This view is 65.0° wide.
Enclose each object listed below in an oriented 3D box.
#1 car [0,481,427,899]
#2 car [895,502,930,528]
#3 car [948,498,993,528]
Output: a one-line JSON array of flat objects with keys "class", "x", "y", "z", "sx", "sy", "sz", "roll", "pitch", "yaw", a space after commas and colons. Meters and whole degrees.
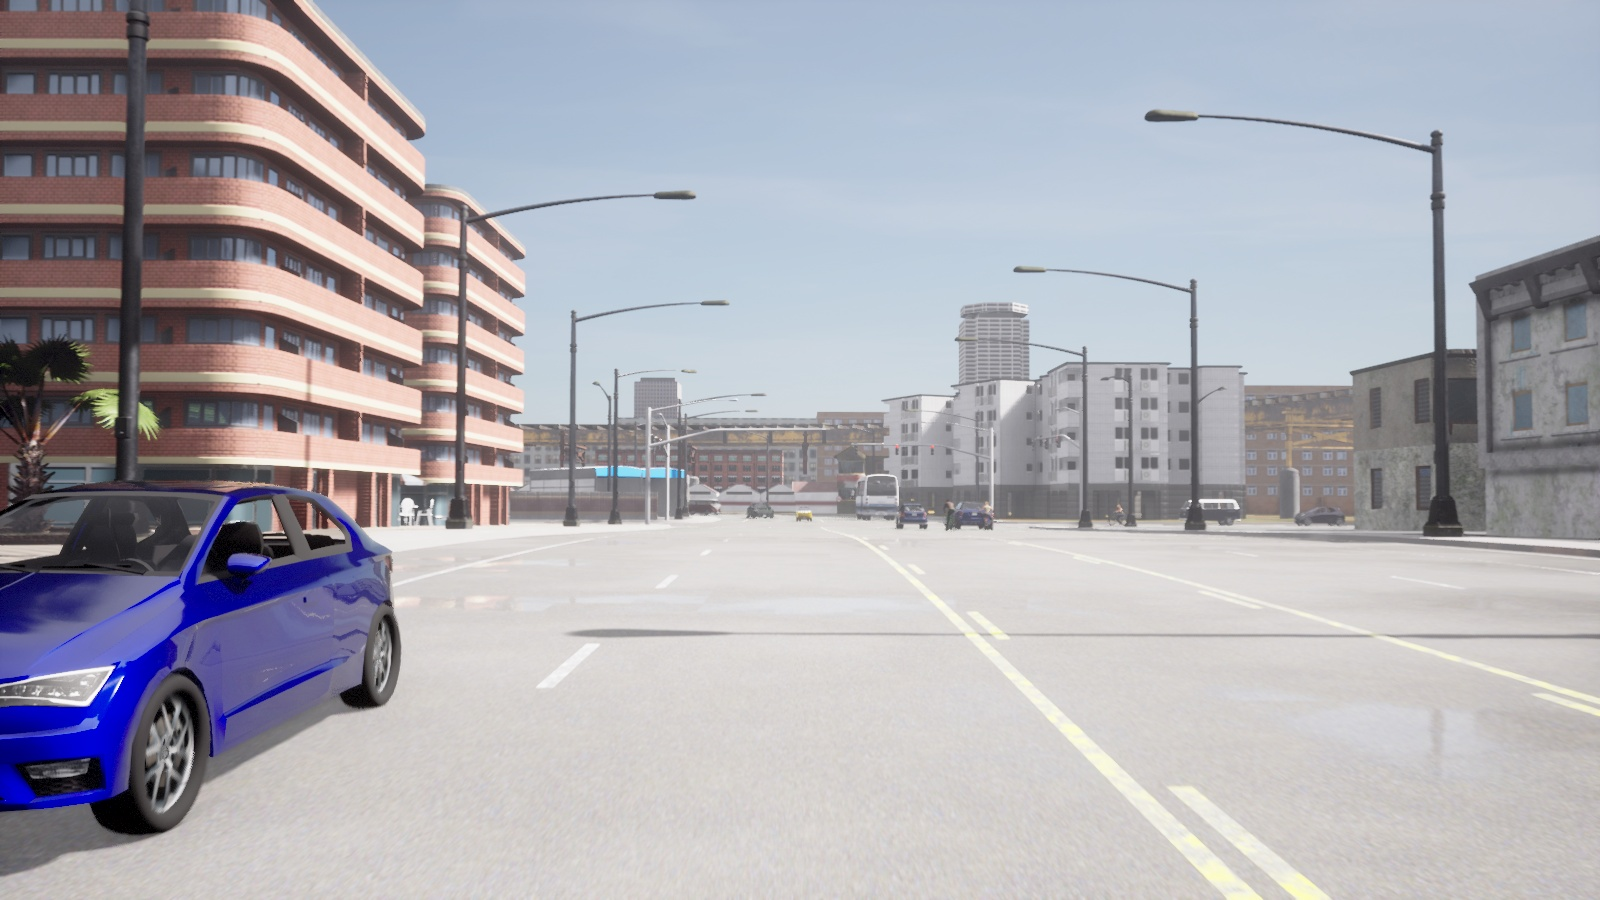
[{"class": "car", "x": -3.516, "y": 0.932, "z": 6.706, "sx": 1.816, "sy": 1.474, "sz": 4.193, "roll": 0, "pitch": -1, "yaw": 0}, {"class": "car", "x": 6.824, "y": 3.978, "z": 76.722, "sx": 1.789, "sy": 1.549, "sz": 3.705, "roll": 0, "pitch": -3, "yaw": 0}, {"class": "car", "x": 10.325, "y": 3.830, "z": 76.386, "sx": 2.097, "sy": 1.767, "sz": 4.553, "roll": 0, "pitch": -3, "yaw": 0}]
